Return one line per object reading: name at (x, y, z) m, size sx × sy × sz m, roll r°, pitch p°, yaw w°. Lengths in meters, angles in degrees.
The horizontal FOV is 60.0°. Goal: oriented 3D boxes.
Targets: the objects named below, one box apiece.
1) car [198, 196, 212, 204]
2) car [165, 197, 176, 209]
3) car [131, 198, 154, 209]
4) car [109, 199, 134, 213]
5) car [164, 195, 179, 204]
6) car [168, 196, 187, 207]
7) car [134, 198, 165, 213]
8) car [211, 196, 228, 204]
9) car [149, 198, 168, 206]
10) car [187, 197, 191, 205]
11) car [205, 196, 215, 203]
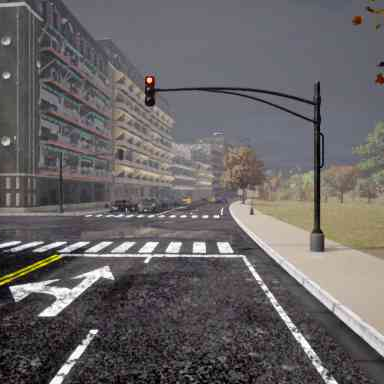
car at (2.509, 1.728, 69.124) m, size 2.128 × 1.511 × 4.902 m, roll 0°, pitch 0°, yaw 9°
car at (-3.892, 1.722, 47.101) m, size 1.895 × 1.301 × 4.718 m, roll 0°, pitch 0°, yaw 7°
car at (-7.045, 1.672, 48.075) m, size 2.033 × 1.411 × 5.357 m, roll 0°, pitch 0°, yaw 6°
car at (-8.037, 1.586, 38.379) m, size 1.837 × 1.490 × 4.892 m, roll 0°, pitch 0°, yaw 5°
car at (-4.211, 1.579, 68.281) m, size 2.097 × 1.767 × 4.553 m, roll 0°, pitch 0°, yaw 9°
car at (-2.670, 1.713, 56.674) m, size 2.033 × 1.411 × 5.357 m, roll 0°, pitch 0°, yaw 8°
car at (-4.793, 1.433, 38.154) m, size 2.097 × 1.767 × 4.553 m, roll 0°, pitch 0°, yaw 5°
car at (5.722, 1.783, 68.634) m, size 2.033 × 1.411 × 5.357 m, roll 0°, pitch 0°, yaw 9°
car at (-5.738, 1.719, 58.147) m, size 2.033 × 1.411 × 5.357 m, roll 0°, pitch 0°, yaw 8°
car at (-1.358, 1.691, 65.569) m, size 1.882 × 1.535 × 5.008 m, roll 0°, pitch 0°, yaw 9°
car at (4.335, 1.729, 79.323) m, size 1.882 × 1.535 × 5.008 m, roll 0°, pitch 0°, yaw 12°
